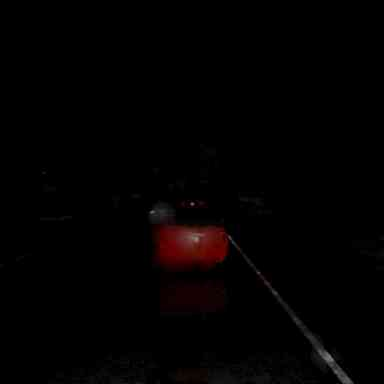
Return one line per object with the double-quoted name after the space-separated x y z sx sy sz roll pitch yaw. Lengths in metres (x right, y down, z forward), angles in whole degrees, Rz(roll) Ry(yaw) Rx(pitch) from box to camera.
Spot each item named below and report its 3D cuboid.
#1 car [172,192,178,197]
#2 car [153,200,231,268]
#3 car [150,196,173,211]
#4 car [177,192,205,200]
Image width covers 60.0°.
-3.662 0.588 78.707 1.882 1.535 5.008 0 1 0 "car"
0.055 1.317 11.291 2.097 1.767 4.553 0 0 0 "car"
-3.676 1.407 38.049 2.033 1.411 5.357 0 0 0 "car"
0.030 1.120 31.060 2.150 2.045 5.566 0 0 0 "car"
